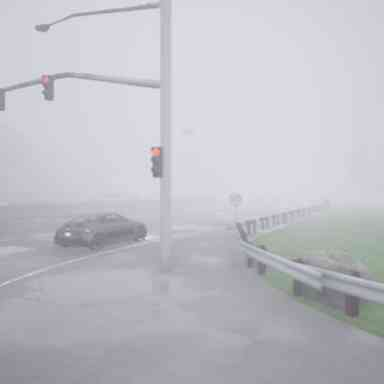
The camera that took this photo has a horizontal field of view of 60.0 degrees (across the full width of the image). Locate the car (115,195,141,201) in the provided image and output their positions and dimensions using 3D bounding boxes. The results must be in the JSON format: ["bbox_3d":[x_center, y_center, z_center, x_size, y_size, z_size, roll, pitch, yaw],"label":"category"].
[{"bbox_3d":[-8.726,1.532,48.967,1.994,1.385,4.181,0,0,29],"label":"car"}]

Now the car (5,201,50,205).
[{"bbox_3d":[-16.620,1.578,35.047,1.895,1.301,4.718,0,0,30],"label":"car"}]

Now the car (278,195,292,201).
[{"bbox_3d":[21.992,1.375,78.830,1.895,1.301,4.718,0,0,0],"label":"car"}]

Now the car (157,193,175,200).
[{"bbox_3d":[-4.998,1.174,65.705,2.150,2.045,5.566,0,1,17],"label":"car"}]

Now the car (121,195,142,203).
[{"bbox_3d":[-12.089,1.435,66.586,1.882,1.535,5.008,0,0,20],"label":"car"}]

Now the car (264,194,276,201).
[{"bbox_3d":[18.500,1.304,79.043,1.812,1.442,4.674,0,0,0],"label":"car"}]

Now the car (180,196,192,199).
[{"bbox_3d":[-1.144,1.505,66.631,2.033,1.411,5.357,0,0,16],"label":"car"}]

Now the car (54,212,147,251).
[{"bbox_3d":[-3.736,1.555,14.216,1.994,1.385,4.181,0,0,27],"label":"car"}]

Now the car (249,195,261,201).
[{"bbox_3d":[15.009,1.376,79.316,1.895,1.301,4.718,0,0,0],"label":"car"}]

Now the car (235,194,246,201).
[{"bbox_3d":[11.517,1.321,79.529,2.033,1.411,5.357,0,0,0],"label":"car"}]

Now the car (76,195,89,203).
[{"bbox_3d":[-17.031,1.315,55.429,2.097,1.767,4.553,0,0,29],"label":"car"}]

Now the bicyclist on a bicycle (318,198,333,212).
[{"bbox_3d":[15.183,1.463,37.944,1.656,1.620,0.582,4,2,29],"label":"bicyclist on a bicycle"}]

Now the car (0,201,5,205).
[{"bbox_3d":[-21.262,1.503,33.993,1.812,1.442,4.674,0,0,30],"label":"car"}]

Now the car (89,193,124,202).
[{"bbox_3d":[-12.189,1.189,49.862,2.150,2.045,5.566,0,0,29],"label":"car"}]

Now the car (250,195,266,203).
[{"bbox_3d":[13.700,1.427,68.933,1.882,1.535,5.008,0,0,8],"label":"car"}]

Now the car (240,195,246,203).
[{"bbox_3d":[10.161,1.491,68.965,2.033,1.411,5.357,0,0,8],"label":"car"}]

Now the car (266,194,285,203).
[{"bbox_3d":[17.220,1.478,68.727,2.128,1.511,4.902,0,0,8],"label":"car"}]

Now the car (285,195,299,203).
[{"bbox_3d":[20.743,1.551,68.553,1.895,1.301,4.718,0,0,8],"label":"car"}]
